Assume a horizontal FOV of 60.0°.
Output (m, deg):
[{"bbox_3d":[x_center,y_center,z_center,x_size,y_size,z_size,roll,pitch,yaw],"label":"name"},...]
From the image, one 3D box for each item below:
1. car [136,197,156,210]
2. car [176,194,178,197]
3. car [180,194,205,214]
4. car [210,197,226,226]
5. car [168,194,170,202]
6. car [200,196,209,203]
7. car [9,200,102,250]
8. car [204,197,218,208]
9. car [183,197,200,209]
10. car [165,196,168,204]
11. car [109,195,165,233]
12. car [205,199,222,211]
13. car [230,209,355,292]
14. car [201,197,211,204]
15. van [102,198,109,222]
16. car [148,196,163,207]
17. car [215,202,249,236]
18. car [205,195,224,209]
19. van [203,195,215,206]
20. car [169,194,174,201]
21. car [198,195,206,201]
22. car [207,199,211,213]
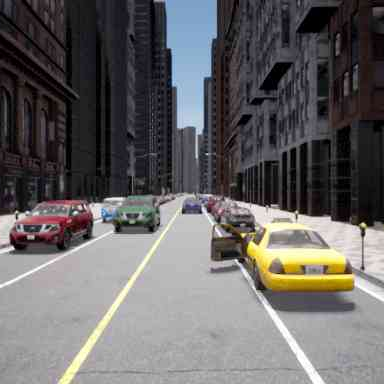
[{"bbox_3d":[-5.837,1.450,42.454,1.967,1.590,4.097,0,0,0],"label":"car"},{"bbox_3d":[-5.927,1.360,92.869,2.192,1.841,5.009,0,0,0],"label":"car"},{"bbox_3d":[0.005,1.358,36.084,2.097,1.767,4.553,0,0,0],"label":"car"},{"bbox_3d":[2.719,1.442,25.677,1.967,1.590,4.097,0,0,0],"label":"car"},{"bbox_3d":[-5.878,1.589,64.860,1.947,1.339,4.313,0,0,0],"label":"car"},{"bbox_3d":[2.637,1.609,70.494,1.802,1.307,4.206,0,0,0],"label":"car"},{"bbox_3d":[-5.786,1.315,14.445,2.192,1.841,5.009,0,0,0],"label":"car"},{"bbox_3d":[2.678,1.538,48.255,1.752,1.417,4.829,0,0,0],"label":"car"},{"bbox_3d":[-0.064,1.503,46.230,2.128,1.511,4.902,0,0,0],"label":"car"},{"bbox_3d":[-5.868,1.601,59.258,1.802,1.307,4.206,0,0,0],"label":"car"},{"bbox_3d":[-3.137,1.222,20.176,2.150,2.045,5.566,0,0,0],"label":"car"},{"bbox_3d":[2.688,1.592,42.484,1.802,1.307,4.206,0,0,0],"label":"car"},{"bbox_3d":[2.333,1.456,8.911,1.801,1.575,5.366,0,0,0],"label":"car"},{"bbox_3d":[2.647,1.605,64.892,1.802,1.307,4.206,0,0,0],"label":"car"},{"bbox_3d":[-5.806,1.343,25.648,1.690,1.788,3.998,0,0,0],"label":"van"},{"bbox_3d":[-5.857,1.456,53.657,1.967,1.590,4.097,0,0,0],"label":"car"},{"bbox_3d":[2.728,1.551,20.075,2.008,1.369,4.403,0,0,0],"label":"car"},{"bbox_3d":[2.699,1.322,36.881,2.192,1.841,5.009,0,0,0],"label":"car"},{"bbox_3d":[2.668,1.357,53.687,1.690,1.788,3.998,0,0,0],"label":"van"},{"bbox_3d":[-5.898,1.582,76.063,2.008,1.369,4.403,0,0,0],"label":"car"},{"bbox_3d":[2.607,1.584,87.300,1.887,1.381,4.507,0,0,0],"label":"car"},{"bbox_3d":[2.708,1.586,31.279,1.802,1.307,4.206,0,0,0],"label":"car"}]
